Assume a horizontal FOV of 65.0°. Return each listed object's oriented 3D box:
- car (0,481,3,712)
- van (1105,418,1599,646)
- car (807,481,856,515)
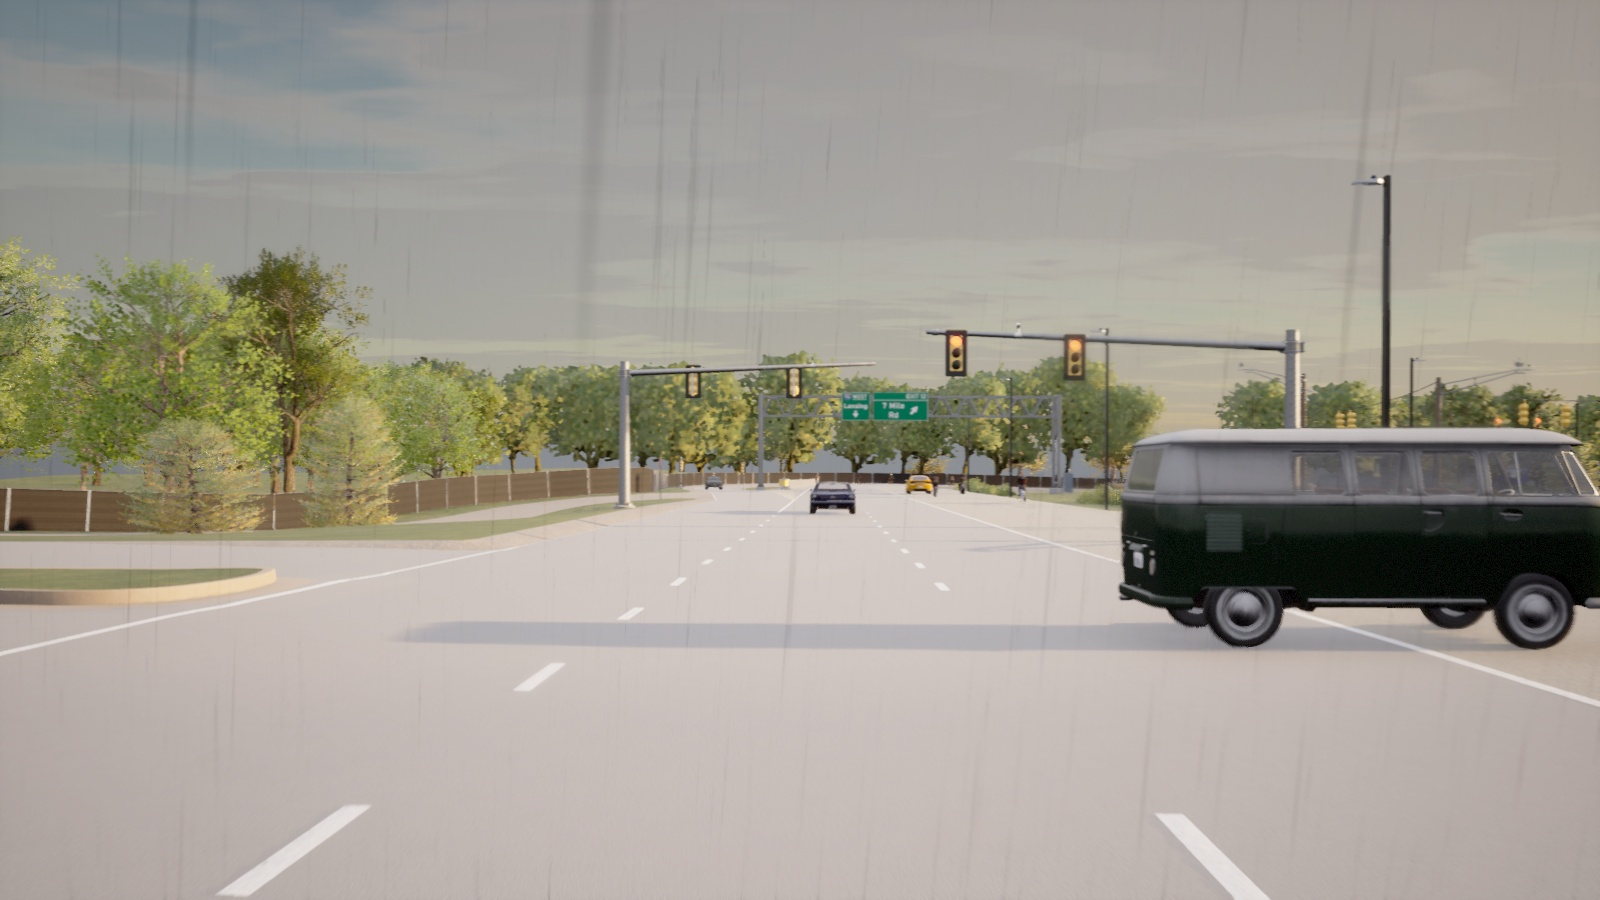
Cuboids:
[{"bbox_3d":[-4.425,0.898,4.994,1.882,1.535,5.008,1,-1,-30],"label":"car"},{"bbox_3d":[5.331,0.742,11.937,4.442,1.987,1.775,0,-1,1],"label":"van"},{"bbox_3d":[1.270,1.932,51.281,1.895,1.301,4.718,0,-1,1],"label":"car"}]
